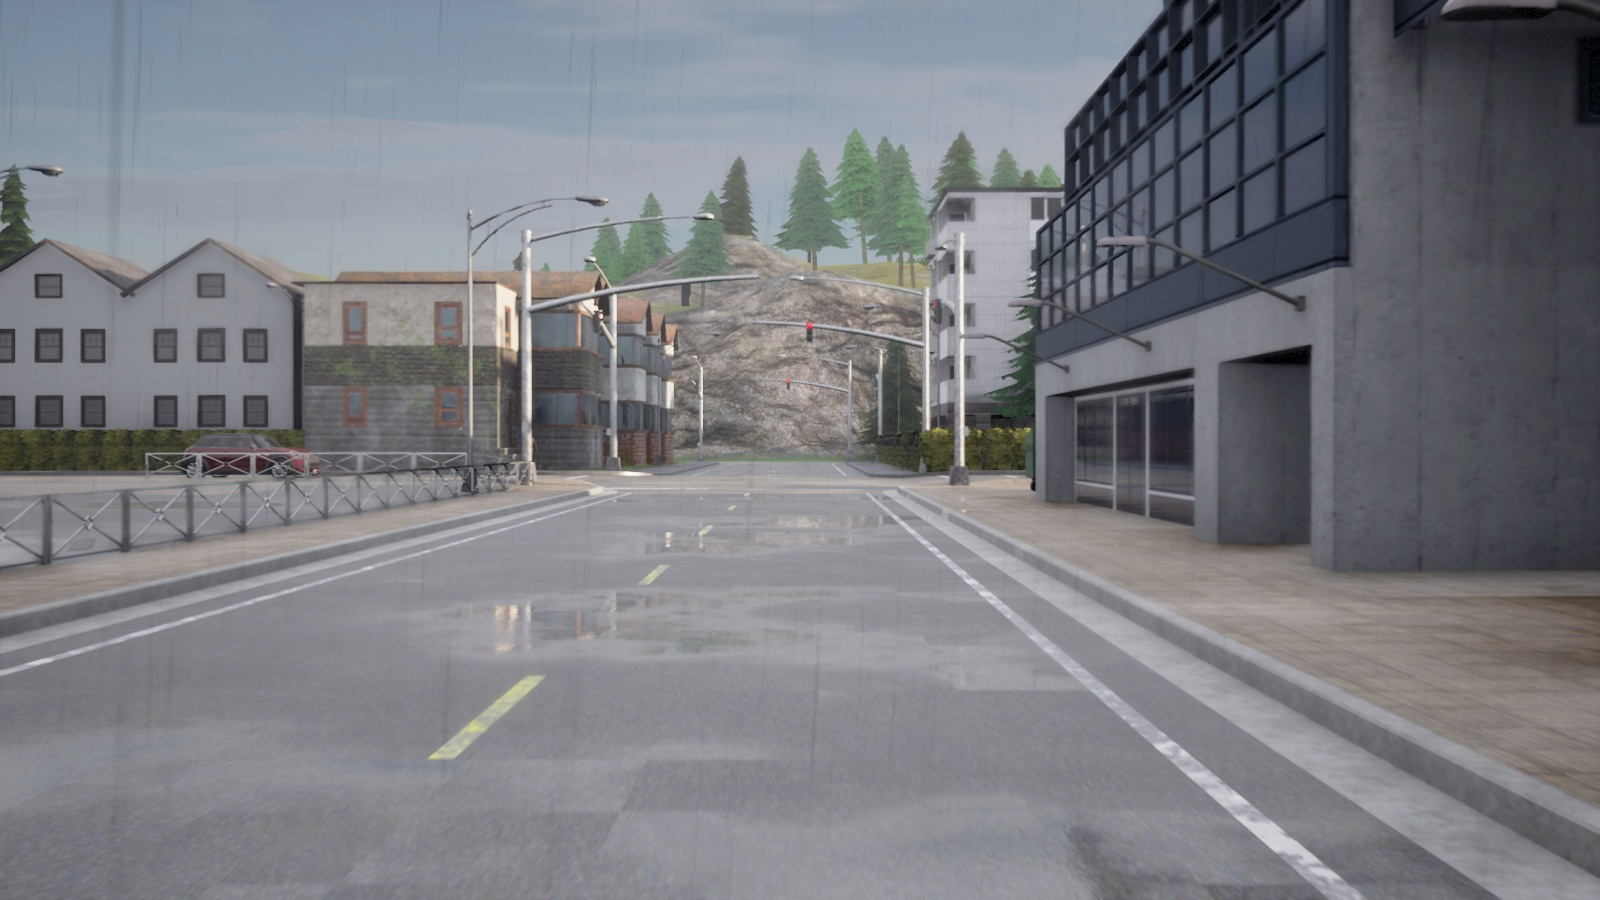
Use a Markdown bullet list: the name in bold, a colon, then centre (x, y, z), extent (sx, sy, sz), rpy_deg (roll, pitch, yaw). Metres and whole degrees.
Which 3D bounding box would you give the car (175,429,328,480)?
- **car**: centre (-19.581, 0.160, 44.949), extent (4.553, 1.767, 2.097), rpy_deg (0, 0, 0)
